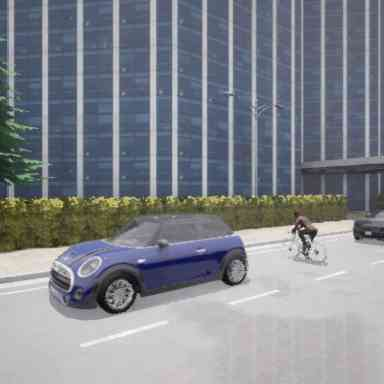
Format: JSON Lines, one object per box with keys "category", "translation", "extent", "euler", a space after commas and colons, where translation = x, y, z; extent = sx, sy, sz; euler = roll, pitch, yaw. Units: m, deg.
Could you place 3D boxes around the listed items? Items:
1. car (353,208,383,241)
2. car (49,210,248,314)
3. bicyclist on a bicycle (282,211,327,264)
{"category": "car", "translation": [9.471, 1.478, 15.611], "extent": [5.008, 1.535, 1.882], "euler": [0, 0, -37]}
{"category": "car", "translation": [-0.835, 1.351, 7.777], "extent": [4.553, 1.767, 2.097], "euler": [0, 0, -37]}
{"category": "bicyclist on a bicycle", "translation": [3.586, 1.455, 10.782], "extent": [0.582, 1.620, 1.656], "euler": [0, -2, -37]}
